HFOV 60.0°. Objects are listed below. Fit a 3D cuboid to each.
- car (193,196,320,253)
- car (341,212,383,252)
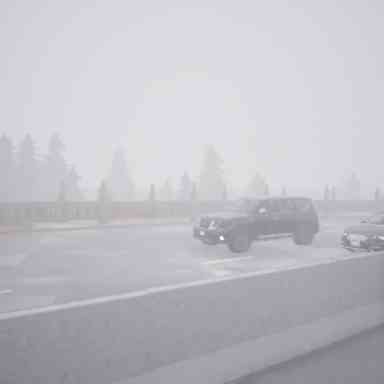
[{"bbox_3d":[2.794,1.188,13.716,5.566,2.045,2.150,0,0,-29],"label":"car"},{"bbox_3d":[7.696,1.478,12.332,4.902,1.511,2.128,0,0,-27],"label":"car"}]
